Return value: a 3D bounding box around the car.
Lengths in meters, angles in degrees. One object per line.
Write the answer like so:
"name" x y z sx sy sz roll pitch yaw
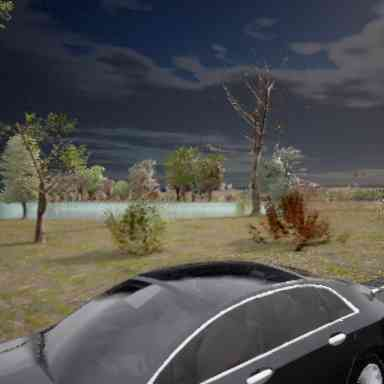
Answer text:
"car" 0.013 1.507 3.068 4.892 1.490 1.837 0 0 -35
